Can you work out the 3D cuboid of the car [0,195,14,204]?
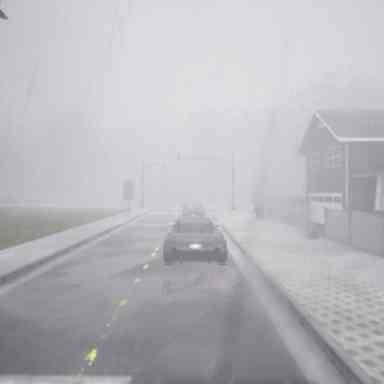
[{"bbox_3d":[-34.269,1.491,58.835,4.181,1.385,1.994,0,0,24],"label":"car"}]

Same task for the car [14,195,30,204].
[{"bbox_3d":[-32.954,1.467,61.812,4.674,1.442,1.812,0,0,23],"label":"car"}]

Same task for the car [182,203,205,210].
[{"bbox_3d":[0.102,1.560,28.202,1.895,1.301,4.718,0,0,0],"label":"car"}]

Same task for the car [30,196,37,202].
[{"bbox_3d":[-35.114,1.486,69.823,5.357,1.411,2.033,0,0,23],"label":"car"}]

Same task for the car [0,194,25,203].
[{"bbox_3d":[-36.020,1.295,66.675,4.553,1.767,2.097,0,0,23],"label":"car"}]

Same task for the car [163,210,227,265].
[{"bbox_3d":[0.100,1.545,11.673,1.994,1.385,4.181,0,0,0],"label":"car"}]
